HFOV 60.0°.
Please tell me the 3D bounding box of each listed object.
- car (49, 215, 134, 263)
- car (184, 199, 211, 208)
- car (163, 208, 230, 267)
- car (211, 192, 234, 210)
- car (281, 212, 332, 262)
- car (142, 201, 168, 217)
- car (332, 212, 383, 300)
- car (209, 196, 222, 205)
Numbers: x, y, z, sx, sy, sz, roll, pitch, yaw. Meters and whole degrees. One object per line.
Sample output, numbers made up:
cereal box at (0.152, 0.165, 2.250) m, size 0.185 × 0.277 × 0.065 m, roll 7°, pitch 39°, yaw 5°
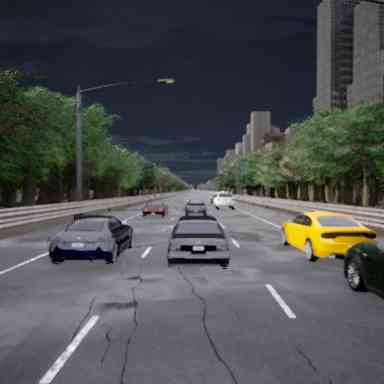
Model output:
car at (-3.310, 1.509, 11.689) m, size 1.994 × 1.385 × 4.181 m, roll 0°, pitch 0°, yaw 0°
car at (0.347, 1.371, 30.094) m, size 2.128 × 1.511 × 4.902 m, roll 0°, pitch 0°, yaw 0°
car at (0.188, 1.502, 11.143) m, size 2.033 × 1.411 × 5.357 m, roll 0°, pitch 0°, yaw 0°
car at (3.920, 1.062, 40.989) m, size 2.150 × 2.045 × 5.566 m, roll 0°, pitch 0°, yaw 1°
car at (4.645, 1.438, 12.026) m, size 1.882 × 1.535 × 5.008 m, roll 0°, pitch 0°, yaw 0°
car at (-3.156, 1.475, 29.472) m, size 1.895 × 1.301 × 4.718 m, roll 0°, pitch 0°, yaw 0°
car at (4.593, 1.335, 5.996) m, size 2.097 × 1.767 × 4.553 m, roll 0°, pitch 0°, yaw 0°
car at (3.967, 1.385, 55.963) m, size 1.895 × 1.301 × 4.718 m, roll 0°, pitch 0°, yaw 0°
